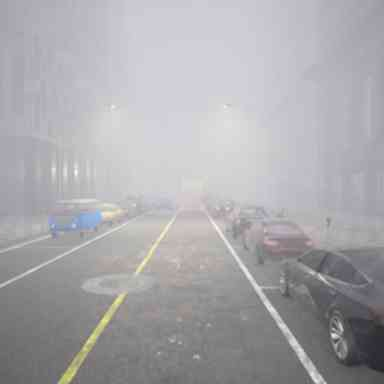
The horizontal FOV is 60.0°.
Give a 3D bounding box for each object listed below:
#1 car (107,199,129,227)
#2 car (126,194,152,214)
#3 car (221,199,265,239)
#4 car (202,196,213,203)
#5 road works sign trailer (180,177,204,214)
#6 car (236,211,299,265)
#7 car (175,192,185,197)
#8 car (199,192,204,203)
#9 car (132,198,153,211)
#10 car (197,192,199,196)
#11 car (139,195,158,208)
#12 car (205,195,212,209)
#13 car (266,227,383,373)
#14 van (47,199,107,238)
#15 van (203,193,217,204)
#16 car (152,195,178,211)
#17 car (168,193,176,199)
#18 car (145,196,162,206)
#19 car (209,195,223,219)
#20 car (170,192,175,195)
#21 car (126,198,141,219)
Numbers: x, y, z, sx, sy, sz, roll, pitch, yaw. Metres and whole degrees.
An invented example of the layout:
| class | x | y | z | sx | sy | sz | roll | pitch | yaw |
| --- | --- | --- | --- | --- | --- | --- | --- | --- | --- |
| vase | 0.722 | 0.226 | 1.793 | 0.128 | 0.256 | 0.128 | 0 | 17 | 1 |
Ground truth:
| class | x | y | z | sx | sy | sz | roll | pitch | yaw |
| --- | --- | --- | --- | --- | --- | --- | --- | --- | --- |
| car | -5.762 | 1.433 | 22.193 | 1.752 | 1.417 | 4.829 | 0 | 0 | 0 |
| car | -5.761 | 1.176 | 33.567 | 2.192 | 1.841 | 5.009 | 0 | 0 | 0 |
| car | 2.763 | 1.369 | 16.775 | 1.967 | 1.590 | 4.097 | 0 | 0 | 0 |
| car | 2.769 | 1.335 | 61.589 | 1.802 | 1.307 | 4.206 | 0 | 0 | 0 |
| road works sign trailer | 0.005 | 0.327 | 33.019 | 2.380 | 3.560 | 2.880 | 0 | 0 | 0 |
| car | 2.762 | 1.534 | 11.175 | 1.802 | 1.307 | 4.206 | 0 | 0 | 0 |
| car | -2.988 | 0.664 | 79.081 | 2.097 | 1.767 | 4.553 | 0 | 0 | 0 |
| car | 2.767 | 1.089 | 55.986 | 2.192 | 1.841 | 5.009 | 0 | 0 | 0 |
| car | -5.759 | 1.420 | 39.170 | 1.802 | 1.307 | 4.206 | 0 | 0 | 0 |
| car | 2.769 | 1.049 | 67.190 | 2.192 | 1.841 | 5.009 | 0 | 0 | 0 |
| car | -5.759 | 1.257 | 44.771 | 1.967 | 1.590 | 4.097 | 0 | 0 | 0 |
| car | 2.766 | 1.363 | 39.353 | 1.752 | 1.417 | 4.829 | 0 | 0 | 0 |
| car | 2.761 | 1.542 | 5.572 | 1.947 | 1.339 | 4.313 | 0 | 0 | 0 |
| van | -5.763 | 1.271 | 16.761 | 1.690 | 1.788 | 3.998 | 0 | 0 | 0 |
| van | 2.766 | 1.157 | 44.784 | 1.690 | 1.788 | 3.998 | 0 | 0 | 0 |
| car | -3.092 | 1.389 | 38.431 | 2.033 | 1.411 | 5.357 | 0 | 0 | 0 |
| car | -5.752 | 1.080 | 95.190 | 1.967 | 1.590 | 4.097 | 0 | 0 | 0 |
| car | -5.758 | 1.346 | 50.374 | 2.008 | 1.369 | 4.403 | 0 | 0 | 0 |
| car | 2.764 | 1.323 | 27.978 | 1.967 | 1.590 | 4.097 | 0 | 0 | 0 |
| car | -5.754 | 1.241 | 78.384 | 1.887 | 1.381 | 4.507 | 0 | 0 | 0 |
| car | -5.761 | 1.466 | 27.965 | 1.802 | 1.307 | 4.206 | 0 | 0 | 0 |
